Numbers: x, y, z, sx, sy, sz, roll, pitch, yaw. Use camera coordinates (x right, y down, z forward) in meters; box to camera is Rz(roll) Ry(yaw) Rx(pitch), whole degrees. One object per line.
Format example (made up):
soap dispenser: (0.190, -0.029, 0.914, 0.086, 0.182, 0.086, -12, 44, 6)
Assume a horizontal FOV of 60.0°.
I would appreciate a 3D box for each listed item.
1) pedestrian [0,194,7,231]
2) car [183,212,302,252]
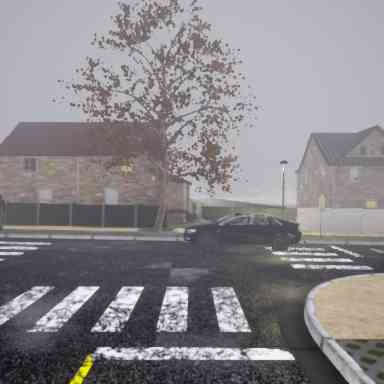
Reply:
pedestrian: (-9.670, 1.019, 16.801, 0.375, 1.860, 0.375, 0, -2, 0)
car: (2.086, 1.593, 13.939, 4.902, 1.511, 2.128, 1, 0, 0)
